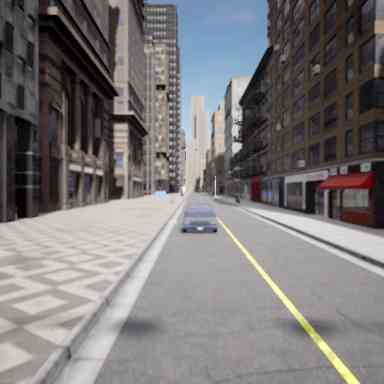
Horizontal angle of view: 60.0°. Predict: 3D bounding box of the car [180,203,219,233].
[{"bbox_3d":[0.395,1.331,18.484,2.033,1.411,5.357,0,1,0],"label":"car"}]
